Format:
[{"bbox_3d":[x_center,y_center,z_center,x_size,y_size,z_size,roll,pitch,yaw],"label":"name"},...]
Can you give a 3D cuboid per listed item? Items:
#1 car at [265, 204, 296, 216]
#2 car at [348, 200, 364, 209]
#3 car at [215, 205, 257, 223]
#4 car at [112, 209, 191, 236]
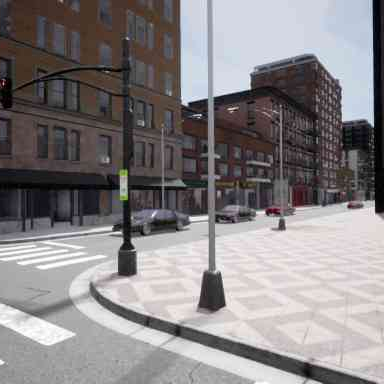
[{"bbox_3d":[9.705,1.930,36.494,1.895,1.301,4.718,-1,-1,36],"label":"car"},{"bbox_3d":[27.416,2.059,55.629,1.994,1.385,4.181,-1,-1,36],"label":"car"},{"bbox_3d":[3.690,1.793,28.167,2.033,1.411,5.357,-1,-1,35],"label":"car"},{"bbox_3d":[-2.218,1.708,19.961,2.033,1.411,5.357,-1,-1,36],"label":"car"}]
